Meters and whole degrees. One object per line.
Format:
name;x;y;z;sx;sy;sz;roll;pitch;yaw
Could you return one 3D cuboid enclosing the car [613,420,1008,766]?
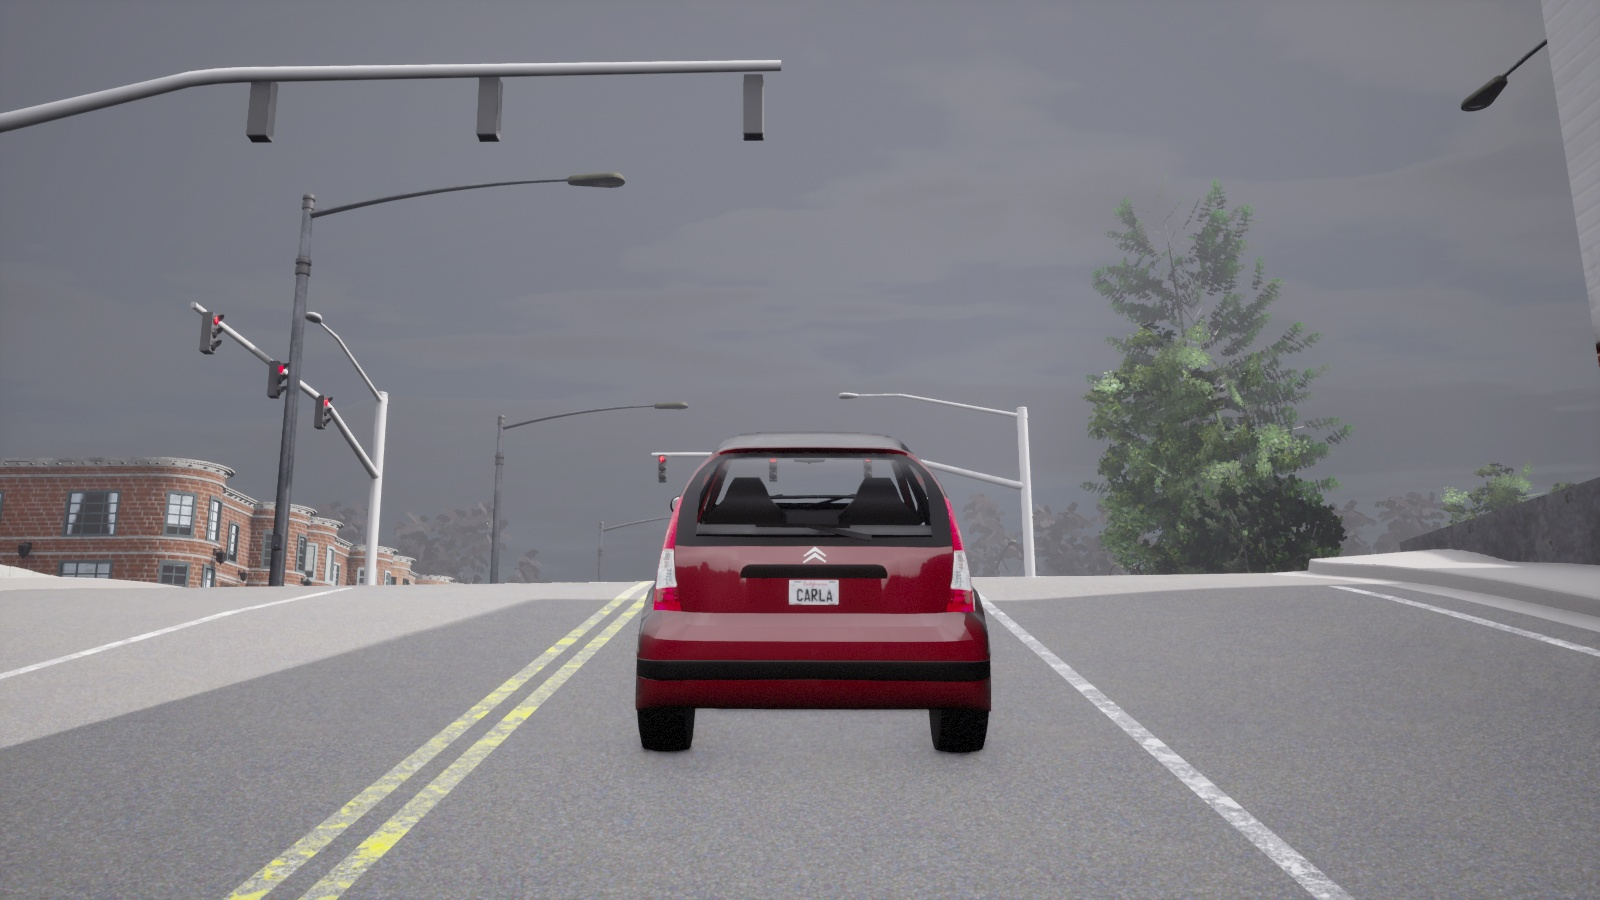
car;0.053;0.677;7.900;1.851;1.617;3.988;0;0;0
